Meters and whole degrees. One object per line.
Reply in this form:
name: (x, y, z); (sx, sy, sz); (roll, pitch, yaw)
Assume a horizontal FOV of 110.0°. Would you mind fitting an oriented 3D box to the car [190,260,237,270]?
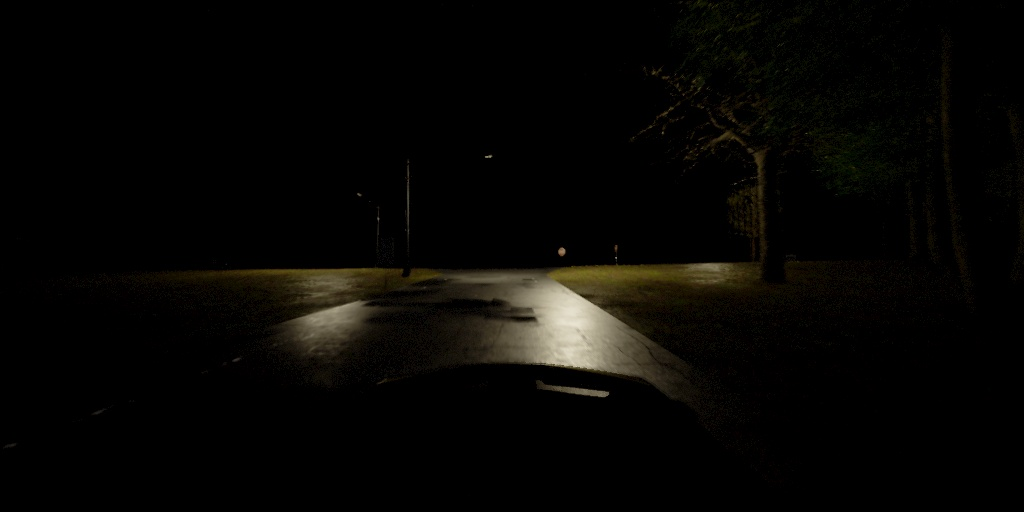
car: (-37.851, 1.168, 45.540); (4.718, 1.301, 1.895); (-1, -3, 1)
